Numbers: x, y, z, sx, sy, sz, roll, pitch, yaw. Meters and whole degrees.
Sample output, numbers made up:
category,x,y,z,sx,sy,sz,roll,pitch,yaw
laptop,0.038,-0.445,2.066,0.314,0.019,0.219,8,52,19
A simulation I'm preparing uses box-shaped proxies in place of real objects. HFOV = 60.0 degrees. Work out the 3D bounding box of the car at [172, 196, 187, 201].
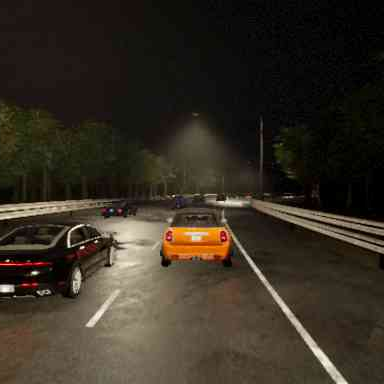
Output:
category,x,y,z,sx,sy,sz,roll,pitch,yaw
car,-1.385,1.515,42.168,1.812,1.442,4.674,0,0,6

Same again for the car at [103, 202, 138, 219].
category,x,y,z,sx,sy,sz,roll,pitch,yaw
car,-6.123,1.527,28.701,2.033,1.411,5.357,0,0,5

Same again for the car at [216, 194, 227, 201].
category,x,y,z,sx,sy,sz,roll,pitch,yaw
car,6.801,1.313,76.701,2.097,1.767,4.553,0,0,10

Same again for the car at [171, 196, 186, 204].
category,x,y,z,sx,sy,sz,roll,pitch,yaw
car,-2.466,1.484,62.712,1.837,1.490,4.892,0,0,8

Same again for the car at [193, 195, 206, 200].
category,x,y,z,sx,sy,sz,roll,pitch,yaw
car,1.555,1.339,65.745,2.097,1.767,4.553,0,0,9

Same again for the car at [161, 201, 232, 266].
category,x,y,z,sx,sy,sz,roll,pitch,yaw
car,0.182,1.352,11.693,2.097,1.767,4.553,0,0,2

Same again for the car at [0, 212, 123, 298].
category,x,y,z,sx,sy,sz,roll,pitch,yaw
car,-3.327,1.499,8.458,1.837,1.490,4.892,0,0,1
